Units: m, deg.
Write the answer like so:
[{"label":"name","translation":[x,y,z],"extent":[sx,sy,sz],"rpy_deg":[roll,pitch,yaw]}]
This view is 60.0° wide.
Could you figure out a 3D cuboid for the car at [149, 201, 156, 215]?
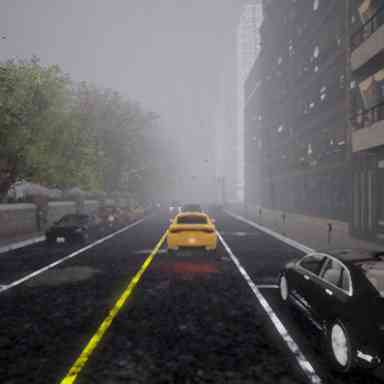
[{"label":"car","translation":[-5.676,1.815,38.742],"extent":[1.967,1.590,4.097],"rpy_deg":[0,-1,0]}]

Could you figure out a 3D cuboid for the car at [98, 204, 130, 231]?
[{"label":"car","translation":[-5.681,1.652,22.126],"extent":[1.967,1.590,4.097],"rpy_deg":[0,-1,0]}]

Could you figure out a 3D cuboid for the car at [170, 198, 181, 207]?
[{"label":"car","translation":[-2.985,2.127,62.452],"extent":[1.837,1.490,4.892],"rpy_deg":[0,-1,0]}]

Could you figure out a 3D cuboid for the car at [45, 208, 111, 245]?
[{"label":"car","translation":[-5.683,1.725,16.586],"extent":[1.947,1.339,4.313],"rpy_deg":[0,-1,0]}]

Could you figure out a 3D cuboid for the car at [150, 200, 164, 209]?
[{"label":"car","translation":[-5.800,2.086,55.355],"extent":[1.887,1.381,4.507],"rpy_deg":[0,-1,0]}]

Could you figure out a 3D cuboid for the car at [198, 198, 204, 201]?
[{"label":"car","translation":[2.720,2.507,93.269],"extent":[1.947,1.339,4.313],"rpy_deg":[0,-1,0]}]

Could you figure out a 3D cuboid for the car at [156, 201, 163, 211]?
[{"label":"car","translation":[-5.750,2.036,49.815],"extent":[2.008,1.369,4.403],"rpy_deg":[0,-1,0]}]

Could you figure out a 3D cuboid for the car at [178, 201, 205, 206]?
[{"label":"car","translation":[0.014,1.790,29.298],"extent":[1.837,1.490,4.892],"rpy_deg":[0,0,0]}]

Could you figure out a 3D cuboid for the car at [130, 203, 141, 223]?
[{"label":"car","translation":[-5.679,1.848,27.663],"extent":[1.802,1.307,4.206],"rpy_deg":[0,-1,0]}]

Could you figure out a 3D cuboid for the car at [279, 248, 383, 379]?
[{"label":"car","translation":[2.694,1.604,5.509],"extent":[2.008,1.369,4.403],"rpy_deg":[0,-1,0]}]

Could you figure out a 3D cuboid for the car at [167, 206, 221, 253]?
[{"label":"car","translation":[0.012,1.616,14.485],"extent":[1.882,1.535,5.008],"rpy_deg":[0,0,0]}]

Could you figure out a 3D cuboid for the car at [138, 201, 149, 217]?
[{"label":"car","translation":[-5.678,1.844,33.032],"extent":[1.752,1.417,4.829],"rpy_deg":[0,-1,0]}]

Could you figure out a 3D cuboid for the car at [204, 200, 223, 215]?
[{"label":"car","translation":[2.704,1.926,38.740],"extent":[2.008,1.369,4.403],"rpy_deg":[0,-1,0]}]
